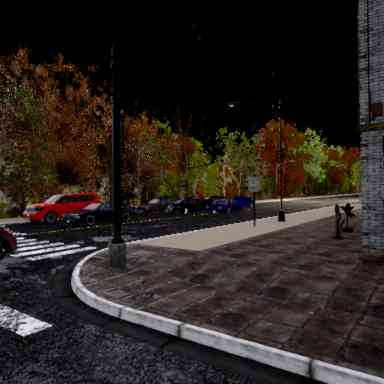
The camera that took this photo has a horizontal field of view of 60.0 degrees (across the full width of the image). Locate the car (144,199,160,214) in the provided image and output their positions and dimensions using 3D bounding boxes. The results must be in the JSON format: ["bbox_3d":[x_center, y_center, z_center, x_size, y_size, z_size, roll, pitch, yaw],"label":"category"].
[{"bbox_3d":[-3.056,1.352,32.316,2.033,1.411,5.357,-1,0,37],"label":"car"}]

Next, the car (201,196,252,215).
[{"bbox_3d":[3.161,1.300,29.469,1.895,1.301,4.718,-1,0,36],"label":"car"}]

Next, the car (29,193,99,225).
[{"bbox_3d":[-9.133,1.131,24.060,2.150,2.045,5.566,-1,0,36],"label":"car"}]

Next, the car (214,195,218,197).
[{"bbox_3d":[2.760,1.208,40.219,1.837,1.490,4.892,-1,0,37],"label":"car"}]

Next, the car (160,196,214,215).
[{"bbox_3d":[-0.375,1.264,30.483,1.837,1.490,4.892,-1,0,36],"label":"car"}]

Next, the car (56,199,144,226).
[{"bbox_3d":[-6.092,1.406,22.704,2.033,1.411,5.357,-1,0,36],"label":"car"}]

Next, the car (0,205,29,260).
[{"bbox_3d":[-7.526,1.244,9.443,2.097,1.767,4.553,-1,0,36],"label":"car"}]
